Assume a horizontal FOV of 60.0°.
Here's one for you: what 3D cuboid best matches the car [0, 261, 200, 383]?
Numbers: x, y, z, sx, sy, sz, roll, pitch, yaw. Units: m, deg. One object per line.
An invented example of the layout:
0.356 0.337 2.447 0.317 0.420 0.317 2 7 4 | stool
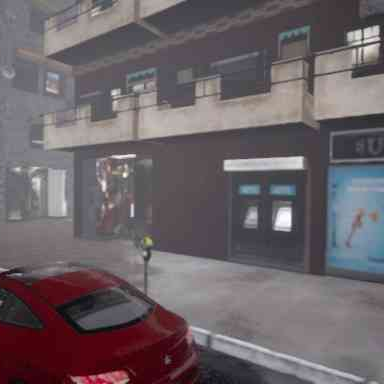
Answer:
-1.864 1.533 4.059 4.206 1.307 1.802 1 1 36 | car
